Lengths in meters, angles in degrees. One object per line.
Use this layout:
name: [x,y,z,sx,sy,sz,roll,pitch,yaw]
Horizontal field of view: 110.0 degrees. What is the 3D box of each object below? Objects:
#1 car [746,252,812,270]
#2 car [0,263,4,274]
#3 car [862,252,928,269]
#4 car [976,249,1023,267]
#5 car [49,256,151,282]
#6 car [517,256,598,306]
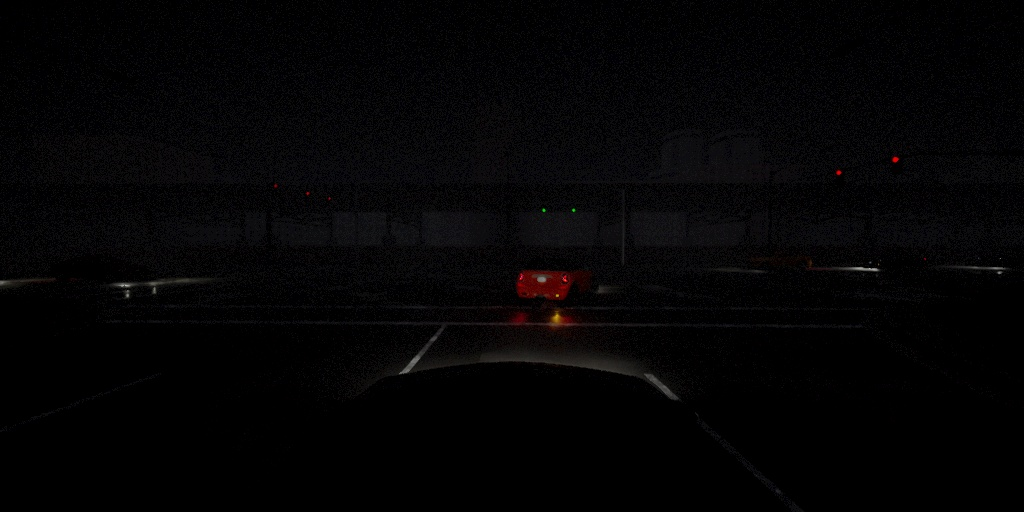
car: [23.282,0.393,31.440,5.008,1.535,1.882,-1,1,2]
car: [-35.524,0.489,22.365,5.566,2.045,2.150,0,1,2]
car: [33.192,0.364,31.171,4.181,1.385,1.994,-1,1,1]
car: [43.195,0.170,30.886,4.674,1.442,1.812,-1,1,2]
car: [-25.192,0.751,22.049,5.008,1.535,1.882,0,1,2]
car: [1.914,0.783,14.208,2.097,1.767,4.553,1,2,25]
